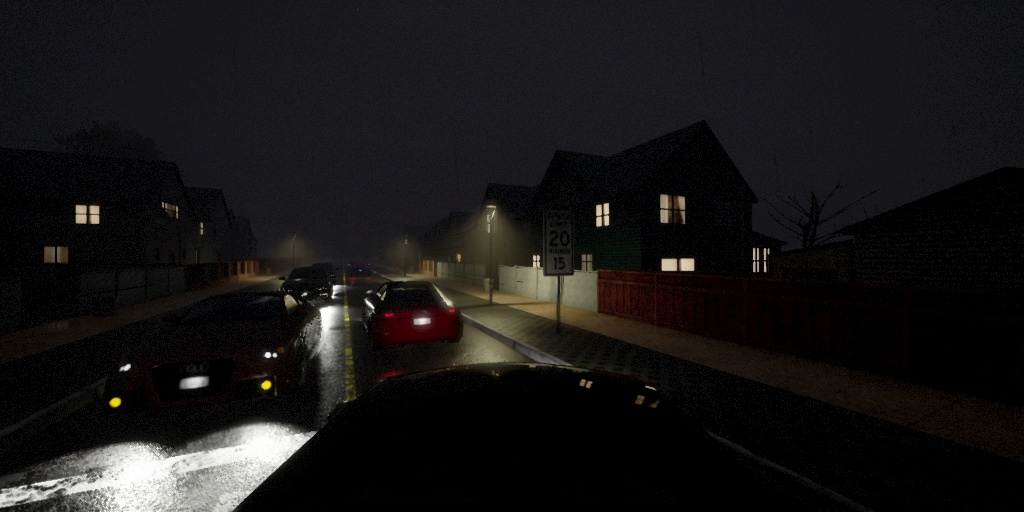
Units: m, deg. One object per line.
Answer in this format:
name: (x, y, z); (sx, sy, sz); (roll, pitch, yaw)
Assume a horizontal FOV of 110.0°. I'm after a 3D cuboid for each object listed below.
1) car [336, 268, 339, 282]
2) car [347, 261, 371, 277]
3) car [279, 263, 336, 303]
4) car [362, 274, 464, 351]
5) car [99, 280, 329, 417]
car: (-13.832, 1.261, 26.166); (1.837, 1.490, 4.892); (0, 0, -25)
car: (-15.575, 1.232, 36.640); (1.882, 1.535, 5.008); (0, 0, -25)
car: (-9.223, 1.258, 16.361); (1.837, 1.490, 4.892); (0, 0, -25)
car: (-2.698, 1.315, 9.198); (1.994, 1.385, 4.181); (0, 0, -25)
car: (-4.499, 1.318, 6.103); (1.994, 1.385, 4.181); (0, 0, -22)
